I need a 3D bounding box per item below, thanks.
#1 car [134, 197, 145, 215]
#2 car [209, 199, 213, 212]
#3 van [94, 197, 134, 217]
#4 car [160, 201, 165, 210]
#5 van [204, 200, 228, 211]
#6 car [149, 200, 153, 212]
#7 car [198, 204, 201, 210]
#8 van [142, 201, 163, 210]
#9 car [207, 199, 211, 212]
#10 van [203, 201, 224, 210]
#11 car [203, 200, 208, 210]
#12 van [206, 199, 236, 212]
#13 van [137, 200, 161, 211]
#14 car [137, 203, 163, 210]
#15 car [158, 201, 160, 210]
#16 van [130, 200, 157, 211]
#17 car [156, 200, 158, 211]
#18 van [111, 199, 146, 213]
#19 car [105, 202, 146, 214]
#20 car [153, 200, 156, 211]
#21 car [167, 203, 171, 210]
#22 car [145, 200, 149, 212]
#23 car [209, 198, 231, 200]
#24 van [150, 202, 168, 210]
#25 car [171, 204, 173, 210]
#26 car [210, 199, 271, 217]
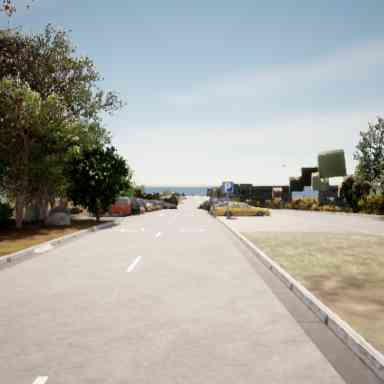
[{"bbox_3d":[-8.568,1.628,37.496,5.566,2.045,2.435,0,-2,0],"label":"car"},{"bbox_3d":[4.534,1.793,34.495,4.892,1.521,2.231,0,-2,0],"label":"car"},{"bbox_3d":[-8.657,1.568,34.605,4.442,1.987,1.878,0,-2,0],"label":"van"},{"bbox_3d":[-8.355,2.743,62.403,5.366,1.575,1.946,0,-2,0],"label":"car"},{"bbox_3d":[4.657,2.613,65.015,4.442,1.987,1.878,0,-2,0],"label":"van"},{"bbox_3d":[-8.508,2.134,48.563,4.553,1.767,2.185,0,-2,0],"label":"car"},{"bbox_3d":[4.512,2.797,70.549,5.566,2.045,2.435,0,-3,0],"label":"car"},{"bbox_3d":[-8.656,2.971,73.464,4.442,1.987,1.878,0,-3,0],"label":"van"},{"bbox_3d":[4.534,1.874,37.266,5.008,1.535,2.097,0,-2,0],"label":"car"},{"bbox_3d":[4.657,2.964,73.320,4.442,1.987,1.878,0,-3,0],"label":"van"},{"bbox_3d":[4.568,1.808,42.820,5.566,2.045,2.435,0,-2,0],"label":"car"},{"bbox_3d":[4.423,2.125,51.143,4.442,1.987,1.878,0,-2,0],"label":"van"},{"bbox_3d":[-8.423,2.618,65.177,4.442,1.987,1.878,0,-2,0],"label":"van"},{"bbox_3d":[-8.545,2.940,67.938,5.008,1.535,2.097,0,-2,0],"label":"car"},{"bbox_3d":[-8.534,2.553,56.865,4.892,1.521,2.231,0,-2,0],"label":"car"},{"bbox_3d":[-8.657,2.423,59.641,4.442,1.987,1.878,0,-2,0],"label":"van"},{"bbox_3d":[-8.535,2.454,54.096,5.008,1.535,2.097,0,-2,0],"label":"car"},{"bbox_3d":[-8.657,1.937,45.798,4.442,1.987,1.878,0,-2,0],"label":"van"},{"bbox_3d":[-8.533,2.066,43.021,4.892,1.521,2.231,0,-2,0],"label":"car"},{"bbox_3d":[-8.535,2.352,51.202,5.008,1.535,2.097,0,-2,0],"label":"car"},{"bbox_3d":[-8.511,3.222,78.874,5.566,2.045,2.435,0,-3,0],"label":"car"},{"bbox_3d":[-8.355,1.967,40.256,5.366,1.575,1.946,0,-2,0],"label":"car"},{"bbox_3d":[4.509,1.839,40.046,4.553,1.767,2.185,0,-2,0],"label":"car"},{"bbox_3d":[-8.656,3.673,87.172,4.442,1.987,1.878,0,-3,0],"label":"van"},{"bbox_3d":[-8.534,4.188,92.818,5.008,1.535,2.097,0,-3,0],"label":"car"},{"bbox_3d":[4.725,1.716,31.727,5.366,1.575,1.946,0,-2,0],"label":"car"}]
